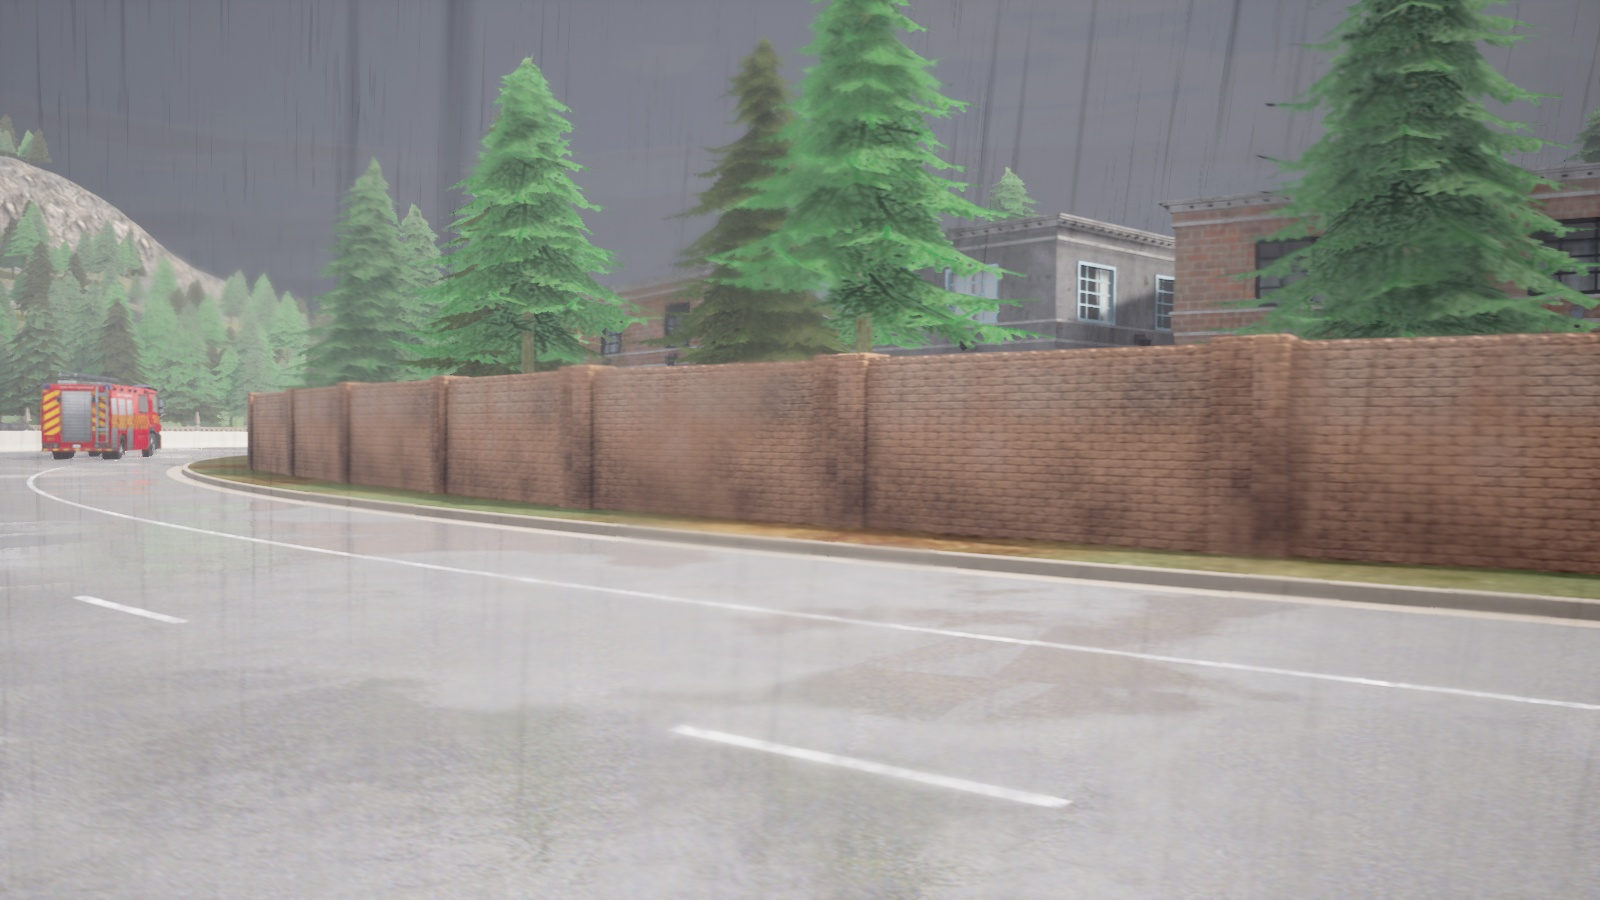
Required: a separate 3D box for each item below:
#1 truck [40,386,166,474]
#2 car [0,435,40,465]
[{"bbox_3d":[-32.814,-0.940,59.506,2.891,3.827,8.468,-1,1,-13],"label":"truck"},{"bbox_3d":[-48.771,-0.004,76.610,2.097,1.767,4.553,0,1,-1],"label":"car"}]
